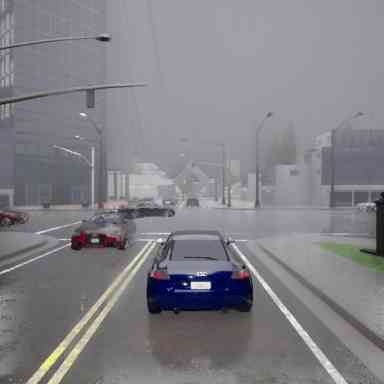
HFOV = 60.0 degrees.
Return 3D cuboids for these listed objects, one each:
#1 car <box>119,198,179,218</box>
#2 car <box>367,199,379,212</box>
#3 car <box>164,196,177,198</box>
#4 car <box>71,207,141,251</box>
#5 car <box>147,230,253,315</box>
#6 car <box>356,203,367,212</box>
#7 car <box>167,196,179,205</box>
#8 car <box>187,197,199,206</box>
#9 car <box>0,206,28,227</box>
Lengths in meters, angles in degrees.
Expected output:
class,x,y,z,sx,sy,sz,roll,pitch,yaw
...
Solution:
class,x,y,z,sx,sy,sz,roll,pitch,yaw
car,-3.799,1.518,28.205,4.902,1.511,2.128,0,0,-30
car,20.520,1.515,33.571,4.181,1.385,1.994,0,0,0
car,-3.566,1.491,51.162,2.128,1.511,4.902,0,0,0
car,-3.533,1.563,13.999,1.994,1.385,4.181,0,0,-1
car,0.091,1.564,7.685,1.994,1.385,4.181,0,0,-2
car,20.760,1.477,37.085,4.674,1.442,1.812,0,0,-2
car,-3.516,1.505,61.561,1.837,1.490,4.892,0,0,1
car,0.115,1.477,53.811,1.882,1.535,5.008,0,0,0
car,-13.658,1.605,22.620,4.674,1.442,1.812,0,0,0
